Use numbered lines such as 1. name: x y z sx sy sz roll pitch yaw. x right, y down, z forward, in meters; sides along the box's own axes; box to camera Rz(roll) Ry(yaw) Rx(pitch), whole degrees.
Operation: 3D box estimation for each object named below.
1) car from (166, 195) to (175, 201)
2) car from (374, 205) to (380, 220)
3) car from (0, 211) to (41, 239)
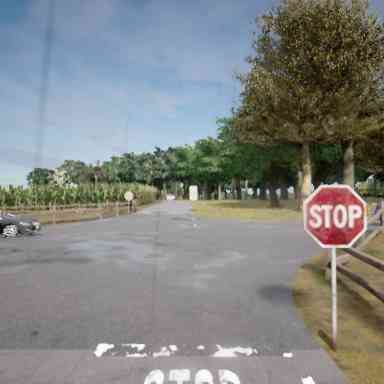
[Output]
1. car: -4.784 1.308 75.075 1.812 1.442 4.674 0 0 0
2. car: 12.619 0.974 18.074 5.008 1.535 1.882 -2 -2 0
3. car: -10.818 1.730 18.033 4.902 1.511 2.128 -2 -2 0
